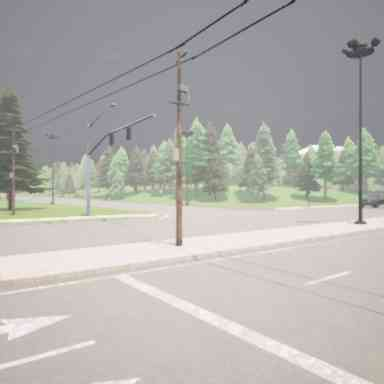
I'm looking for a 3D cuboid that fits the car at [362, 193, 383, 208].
[{"bbox_3d":[25.940,1.210,47.021,5.566,2.045,2.150,0,0,-36],"label":"car"}]

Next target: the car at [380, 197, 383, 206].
[{"bbox_3d":[27.052,1.589,43.512,4.718,1.301,1.895,0,0,-36],"label":"car"}]
